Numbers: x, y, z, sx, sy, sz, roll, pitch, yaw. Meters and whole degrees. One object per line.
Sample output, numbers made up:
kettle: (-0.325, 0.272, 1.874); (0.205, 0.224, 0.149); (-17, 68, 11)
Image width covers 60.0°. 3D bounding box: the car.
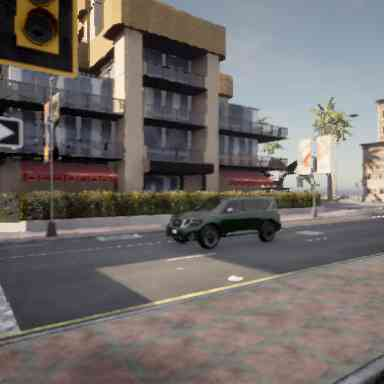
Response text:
car: (1.580, 1.213, 14.786); (5.566, 2.045, 2.150); (0, 0, -35)
